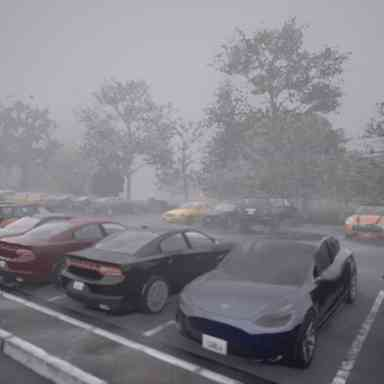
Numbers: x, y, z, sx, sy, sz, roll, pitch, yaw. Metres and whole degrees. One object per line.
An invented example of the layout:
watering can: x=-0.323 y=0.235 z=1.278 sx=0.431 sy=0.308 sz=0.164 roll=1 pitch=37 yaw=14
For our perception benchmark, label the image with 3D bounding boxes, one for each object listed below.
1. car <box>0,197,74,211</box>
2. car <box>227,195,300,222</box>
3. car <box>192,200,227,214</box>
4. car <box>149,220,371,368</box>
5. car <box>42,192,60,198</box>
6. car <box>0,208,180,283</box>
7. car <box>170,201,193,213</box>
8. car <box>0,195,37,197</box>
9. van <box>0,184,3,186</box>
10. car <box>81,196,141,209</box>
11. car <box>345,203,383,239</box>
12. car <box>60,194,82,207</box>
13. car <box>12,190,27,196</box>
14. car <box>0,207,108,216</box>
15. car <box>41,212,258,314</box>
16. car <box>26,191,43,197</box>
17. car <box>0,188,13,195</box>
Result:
car: x=-7.306 y=1.251 z=12.787 sx=2.185 sy=1.767 sz=4.553 roll=1 pitch=1 yaw=36
car: x=4.741 y=1.207 z=20.211 sx=2.435 sy=2.045 sz=5.566 roll=1 pitch=1 yaw=36
car: x=2.465 y=1.418 z=21.829 sx=2.097 sy=1.535 sz=5.008 roll=1 pitch=1 yaw=36
car: x=1.691 y=1.548 z=6.201 sx=2.163 sy=1.488 sz=4.792 roll=0 pitch=0 yaw=36
car: x=-11.092 y=0.998 z=31.627 sx=2.097 sy=1.535 sz=5.008 roll=2 pitch=1 yaw=36
car: x=-2.812 y=1.464 z=9.489 sx=2.097 sy=1.535 sz=5.008 roll=1 pitch=1 yaw=36
car: x=0.094 y=1.367 z=23.310 sx=1.946 sy=1.575 sz=5.366 roll=1 pitch=1 yaw=36
car: x=-9.558 y=1.195 z=14.416 sx=2.185 sy=1.767 sz=4.553 roll=1 pitch=1 yaw=36
van: x=-26.857 y=-0.129 z=42.885 sx=1.878 sy=1.987 sz=4.442 roll=4 pitch=3 yaw=36
car: x=-6.470 y=1.177 z=28.282 sx=2.231 sy=1.521 sz=4.892 roll=2 pitch=1 yaw=36
car: x=9.262 y=1.388 z=16.943 sx=2.185 sy=1.767 sz=4.553 roll=1 pitch=0 yaw=36
car: x=-8.833 y=1.090 z=29.992 sx=2.097 sy=1.535 sz=5.008 roll=2 pitch=1 yaw=36
car: x=-15.389 y=0.788 z=34.972 sx=1.946 sy=1.575 sz=5.366 roll=3 pitch=2 yaw=36
car: x=-5.067 y=1.464 z=11.131 sx=2.002 sy=1.452 sz=4.674 roll=1 pitch=1 yaw=36
car: x=-0.552 y=1.495 z=7.855 sx=2.097 sy=1.535 sz=5.008 roll=1 pitch=0 yaw=36
car: x=-13.366 y=0.928 z=33.243 sx=2.163 sy=1.488 sz=4.792 roll=3 pitch=2 yaw=36
car: x=-17.652 y=0.664 z=36.610 sx=1.946 sy=1.575 sz=5.366 roll=3 pitch=2 yaw=36
